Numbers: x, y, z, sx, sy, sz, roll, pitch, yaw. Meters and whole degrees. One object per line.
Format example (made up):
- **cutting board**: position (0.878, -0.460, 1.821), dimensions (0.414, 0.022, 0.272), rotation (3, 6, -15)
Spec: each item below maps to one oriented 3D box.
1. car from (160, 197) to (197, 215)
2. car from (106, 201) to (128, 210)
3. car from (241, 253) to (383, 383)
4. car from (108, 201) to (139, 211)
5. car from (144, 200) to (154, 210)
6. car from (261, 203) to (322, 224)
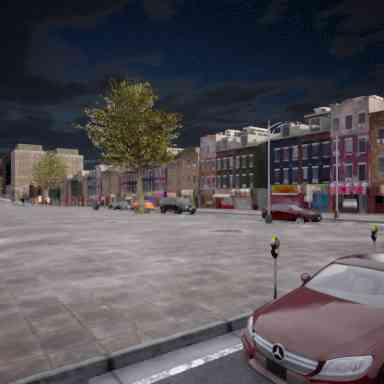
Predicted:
- **car**: position (-1.744, 1.631, 39.153), dimensions (2.150, 2.045, 5.566), rotation (0, -1, -36)
- **car**: position (-13.826, 2.396, 61.054), dimensions (2.128, 1.511, 4.902), rotation (0, -1, -35)
- **car**: position (2.572, 1.582, 4.638), dimensions (4.206, 1.307, 1.802), rotation (0, 0, -35)
- **car**: position (-10.805, 2.203, 51.953), dimensions (2.128, 1.511, 4.902), rotation (0, -1, -36)
- **car**: position (-7.951, 2.040, 52.868), dimensions (2.097, 1.767, 4.553), rotation (0, -1, -36)
- **car**: position (7.682, 1.649, 25.995), dimensions (1.882, 1.535, 5.008), rotation (0, -1, -35)
